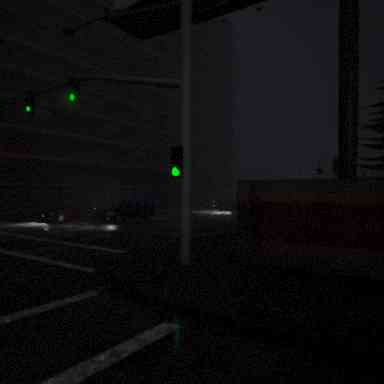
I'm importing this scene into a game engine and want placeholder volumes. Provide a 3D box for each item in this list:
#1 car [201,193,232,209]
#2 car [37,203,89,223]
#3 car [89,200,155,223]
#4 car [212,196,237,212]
[{"bbox_3d":[3.347,1.143,42.696,2.150,2.045,5.566,0,0,35],"label":"car"},{"bbox_3d":[-9.239,1.484,24.849,1.994,1.385,4.181,0,0,35],"label":"car"},{"bbox_3d":[-4.898,1.412,24.934,1.882,1.535,5.008,0,0,35],"label":"car"},{"bbox_3d":[4.579,1.498,38.376,1.994,1.385,4.181,0,0,35],"label":"car"}]
